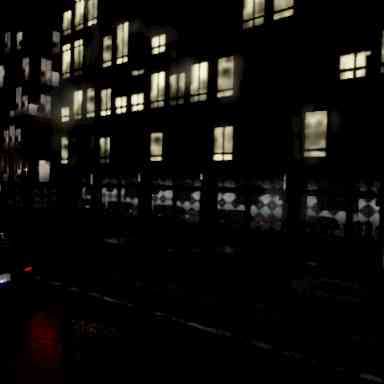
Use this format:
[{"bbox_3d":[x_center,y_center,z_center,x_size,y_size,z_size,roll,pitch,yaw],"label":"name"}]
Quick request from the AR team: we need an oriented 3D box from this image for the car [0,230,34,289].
[{"bbox_3d":[-5.406,1.415,7.541,4.674,1.442,1.812,1,1,36],"label":"car"}]
